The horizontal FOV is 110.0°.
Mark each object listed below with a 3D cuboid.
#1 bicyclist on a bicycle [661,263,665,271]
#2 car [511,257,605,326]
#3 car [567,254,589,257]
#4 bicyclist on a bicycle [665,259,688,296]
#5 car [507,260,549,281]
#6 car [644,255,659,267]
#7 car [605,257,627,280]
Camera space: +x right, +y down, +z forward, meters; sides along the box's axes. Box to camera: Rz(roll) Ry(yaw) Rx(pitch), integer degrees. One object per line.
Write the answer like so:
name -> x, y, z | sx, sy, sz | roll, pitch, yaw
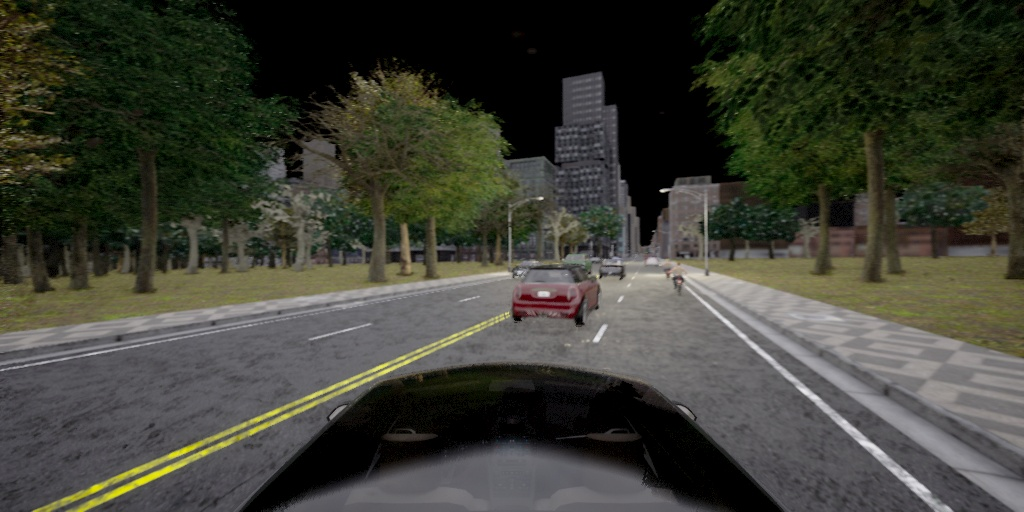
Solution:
bicyclist on a bicycle -> 11.817, 1.007, 27.246 | 0.866, 1.612, 1.509 | 0, 0, 20
car -> 1.628, 1.051, 11.787 | 2.097, 1.767, 4.553 | 0, 0, 21
car -> 5.957, 0.825, 32.996 | 2.150, 2.045, 5.566 | 0, 0, 21
bicyclist on a bicycle -> 8.067, 1.064, 17.382 | 0.866, 1.612, 1.509 | 0, 0, 21
car -> 1.481, 1.136, 30.339 | 2.128, 1.511, 4.902 | 0, 0, 21
car -> 22.142, 0.970, 56.844 | 1.812, 1.442, 4.674 | 0, 0, 21
car -> 8.278, 1.085, 29.372 | 2.128, 1.511, 4.902 | 0, 0, 21
